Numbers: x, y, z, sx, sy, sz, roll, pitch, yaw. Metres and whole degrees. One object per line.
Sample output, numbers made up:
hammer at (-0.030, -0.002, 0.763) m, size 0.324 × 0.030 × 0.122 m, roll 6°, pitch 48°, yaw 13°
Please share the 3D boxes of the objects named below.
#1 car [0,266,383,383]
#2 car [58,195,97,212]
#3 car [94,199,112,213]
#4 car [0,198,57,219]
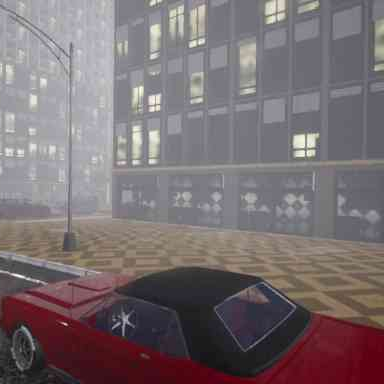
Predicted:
car at (-0.308, 1.600, 3.911) m, size 4.718 × 1.301 × 1.895 m, roll 0°, pitch 0°, yaw 36°
car at (-14.448, 1.419, 42.117) m, size 2.150 × 2.045 × 5.566 m, roll 1°, pitch 0°, yaw 37°
car at (-8.876, 1.828, 39.936) m, size 1.752 × 1.417 × 4.829 m, roll 1°, pitch 0°, yaw 37°
car at (-15.701, 1.517, 30.745) m, size 2.192 × 1.841 × 5.009 m, roll 1°, pitch 0°, yaw 37°
